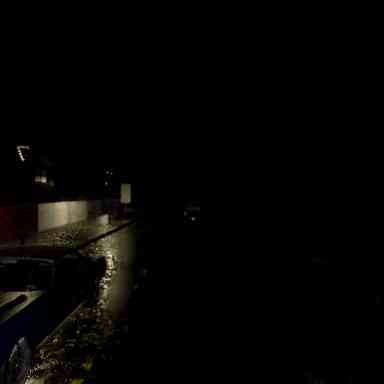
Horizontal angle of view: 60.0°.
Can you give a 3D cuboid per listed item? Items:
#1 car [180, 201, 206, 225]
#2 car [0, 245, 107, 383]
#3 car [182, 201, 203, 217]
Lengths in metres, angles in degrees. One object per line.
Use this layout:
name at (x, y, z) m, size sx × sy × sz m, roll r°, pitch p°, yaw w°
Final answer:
car at (0.080, 1.708, 25.578) m, size 1.812 × 1.442 × 4.674 m, roll 0°, pitch 0°, yaw 0°
car at (-2.851, 1.639, 5.311) m, size 1.895 × 1.301 × 4.718 m, roll 0°, pitch 0°, yaw 0°
car at (0.094, 1.749, 36.070) m, size 2.128 × 1.511 × 4.902 m, roll 0°, pitch 0°, yaw 0°
